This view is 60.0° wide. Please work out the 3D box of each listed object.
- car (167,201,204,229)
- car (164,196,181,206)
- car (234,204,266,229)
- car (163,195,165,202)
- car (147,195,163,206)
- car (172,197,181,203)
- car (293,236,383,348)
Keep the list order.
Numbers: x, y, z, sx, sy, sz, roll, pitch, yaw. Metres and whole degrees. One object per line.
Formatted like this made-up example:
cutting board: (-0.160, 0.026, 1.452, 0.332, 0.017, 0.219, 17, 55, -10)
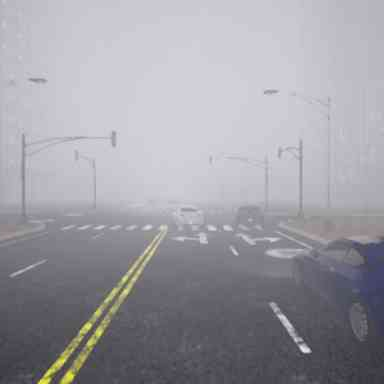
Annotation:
car: (-0.393, 1.572, 21.878, 1.812, 1.442, 4.674, 0, 0, -8)
car: (-3.309, 1.642, 57.499, 1.994, 1.385, 4.181, 0, 0, 0)
car: (3.877, 1.525, 22.360, 1.882, 1.535, 5.008, 0, 0, 9)
car: (-6.583, 1.437, 72.848, 2.097, 1.767, 4.553, 0, 0, -1)
car: (-6.559, 1.583, 57.360, 1.837, 1.490, 4.892, 0, 0, 0)
car: (-3.334, 1.676, 72.932, 1.895, 1.301, 4.718, 0, 0, -1)
car: (3.351, 1.539, 6.177, 1.812, 1.442, 4.674, 0, 0, 0)
